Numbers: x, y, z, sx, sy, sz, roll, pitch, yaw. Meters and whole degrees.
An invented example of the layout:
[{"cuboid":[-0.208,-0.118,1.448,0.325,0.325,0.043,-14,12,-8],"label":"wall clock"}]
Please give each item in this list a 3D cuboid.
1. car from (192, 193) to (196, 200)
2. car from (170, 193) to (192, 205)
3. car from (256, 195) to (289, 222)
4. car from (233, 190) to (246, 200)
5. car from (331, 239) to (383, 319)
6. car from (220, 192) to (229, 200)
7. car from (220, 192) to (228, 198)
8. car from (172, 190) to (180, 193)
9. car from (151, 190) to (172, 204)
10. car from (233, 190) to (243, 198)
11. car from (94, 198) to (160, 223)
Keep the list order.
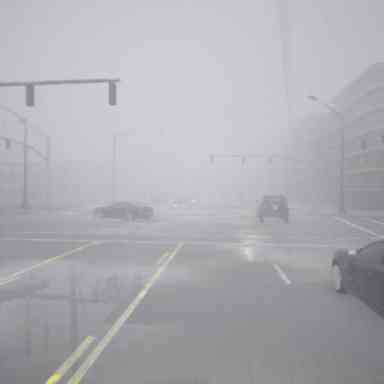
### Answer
[{"cuboid":[-0.175,0.994,69.752,1.994,1.385,4.181,1,1,5],"label":"car"},{"cuboid":[-1.710,1.264,53.431,2.033,1.411,5.357,1,1,6],"label":"car"},{"cuboid":[6.388,1.247,26.764,2.150,2.045,5.566,1,0,8],"label":"car"},{"cuboid":[10.699,0.674,73.397,2.150,2.045,5.566,1,1,5],"label":"car"},{"cuboid":[4.032,1.515,5.820,1.882,1.535,5.008,1,0,5],"label":"car"},{"cuboid":[7.248,1.009,74.132,1.895,1.301,4.718,1,1,5],"label":"car"},{"cuboid":[8.146,0.719,84.069,2.033,1.411,5.357,1,1,5],"label":"car"},{"cuboid":[-3.622,0.628,70.468,2.150,2.045,5.566,1,1,5],"label":"car"},{"cuboid":[-5.142,0.898,54.252,2.150,2.045,5.566,1,1,6],"label":"car"},{"cuboid":[11.637,0.436,83.782,2.150,2.045,5.566,1,1,5],"label":"car"},{"cuboid":[-5.239,1.397,25.194,5.008,1.535,1.882,1,-1,31],"label":"car"}]
